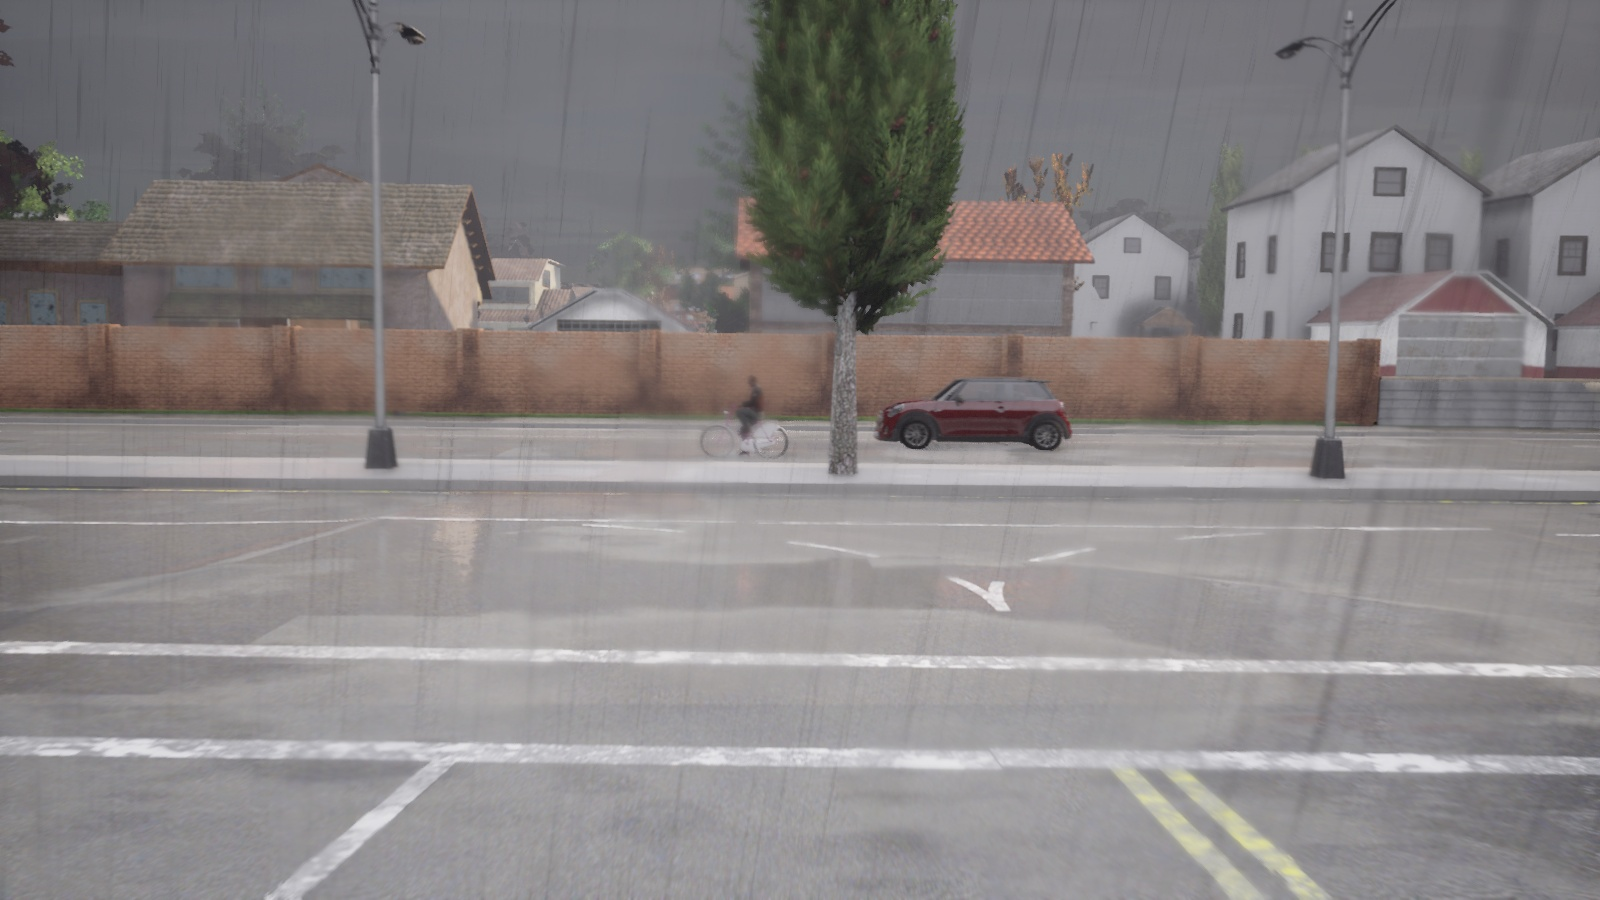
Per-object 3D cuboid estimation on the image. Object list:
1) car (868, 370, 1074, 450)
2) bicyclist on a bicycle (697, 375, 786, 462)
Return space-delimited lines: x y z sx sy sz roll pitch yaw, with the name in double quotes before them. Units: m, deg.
"car" 3.992 -0.981 29.925 4.553 1.767 2.097 0 5 -1
"bicyclist on a bicycle" -1.224 -0.673 26.327 1.843 1.776 0.659 0 5 -1
